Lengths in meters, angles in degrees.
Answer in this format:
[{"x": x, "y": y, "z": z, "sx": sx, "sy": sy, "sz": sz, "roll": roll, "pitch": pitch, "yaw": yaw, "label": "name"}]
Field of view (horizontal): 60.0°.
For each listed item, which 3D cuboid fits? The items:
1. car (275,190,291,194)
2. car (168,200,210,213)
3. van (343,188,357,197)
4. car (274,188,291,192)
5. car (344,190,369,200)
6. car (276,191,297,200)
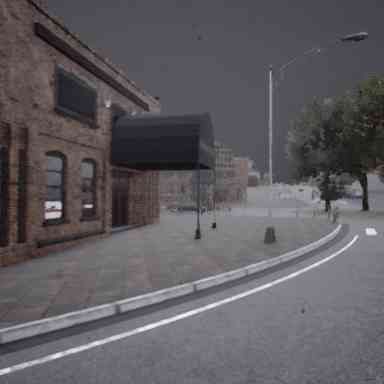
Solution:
[{"x": 24.915, "y": 0.959, "z": 87.061, "sx": 4.792, "sy": 1.488, "sz": 2.163, "roll": -2, "pitch": 3, "yaw": -8, "label": "car"}, {"x": -0.366, "y": 1.698, "z": 39.096, "sx": 4.892, "sy": 1.490, "sz": 1.837, "roll": 1, "pitch": -1, "yaw": 14, "label": "car"}, {"x": 42.055, "y": 0.666, "z": 85.155, "sx": 4.442, "sy": 1.987, "sz": 1.878, "roll": 0, "pitch": 4, "yaw": -6, "label": "van"}, {"x": 25.513, "y": 0.610, "z": 89.928, "sx": 4.553, "sy": 1.767, "sz": 2.185, "roll": -2, "pitch": 4, "yaw": -8, "label": "car"}, {"x": 41.224, "y": 1.089, "z": 82.250, "sx": 5.008, "sy": 1.535, "sz": 2.097, "roll": 0, "pitch": 4, "yaw": -6, "label": "car"}, {"x": 24.287, "y": 1.164, "z": 84.173, "sx": 4.674, "sy": 1.452, "sz": 2.002, "roll": -2, "pitch": 3, "yaw": -8, "label": "car"}]
